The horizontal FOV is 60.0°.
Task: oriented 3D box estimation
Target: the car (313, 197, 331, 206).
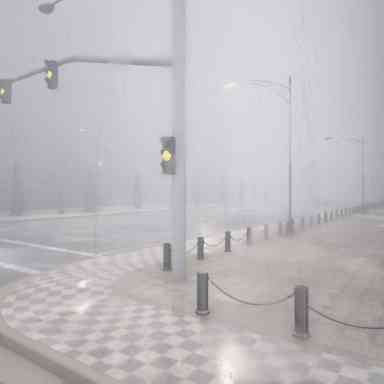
[{"bbox_3d":[21.400,1.508,54.572,1.994,1.385,4.181,0,0,35],"label":"car"}]
